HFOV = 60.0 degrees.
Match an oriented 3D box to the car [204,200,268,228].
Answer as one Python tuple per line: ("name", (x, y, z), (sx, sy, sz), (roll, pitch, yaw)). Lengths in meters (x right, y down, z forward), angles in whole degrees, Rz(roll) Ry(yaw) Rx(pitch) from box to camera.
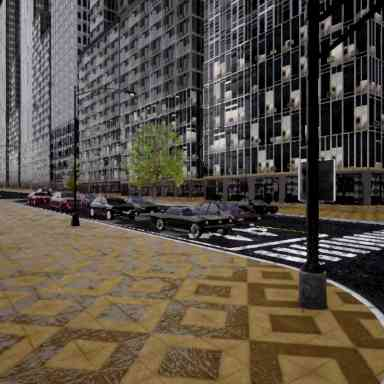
("car", (1.618, 1.289, 19.682), (2.033, 1.411, 5.357), (0, 1, -36))

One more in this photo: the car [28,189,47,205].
("car", (-18.125, 0.712, 39.593), (1.882, 1.535, 5.008), (0, 1, -37))

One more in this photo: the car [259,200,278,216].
("car", (4.460, 1.265, 26.739), (1.895, 1.301, 4.718), (0, 1, -37))

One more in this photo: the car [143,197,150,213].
("car", (-4.655, 1.104, 27.614), (2.033, 1.411, 5.357), (0, 1, -37))

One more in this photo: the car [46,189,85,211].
("car", (-11.814, 0.776, 31.472), (2.097, 1.767, 4.553), (0, 1, -38))

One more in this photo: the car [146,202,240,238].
("car", (-0.105, 1.372, 16.562), (1.895, 1.301, 4.718), (0, 1, -38))

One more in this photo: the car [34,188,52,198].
("car", (-28.519, 0.111, 63.692), (2.097, 1.767, 4.553), (0, 1, -38))

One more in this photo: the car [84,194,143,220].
("car", (-5.696, 1.110, 23.671), (1.837, 1.490, 4.892), (0, 1, -38))

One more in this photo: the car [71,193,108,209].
("car", (-11.161, 0.911, 35.912), (2.033, 1.411, 5.357), (0, 1, -38))
